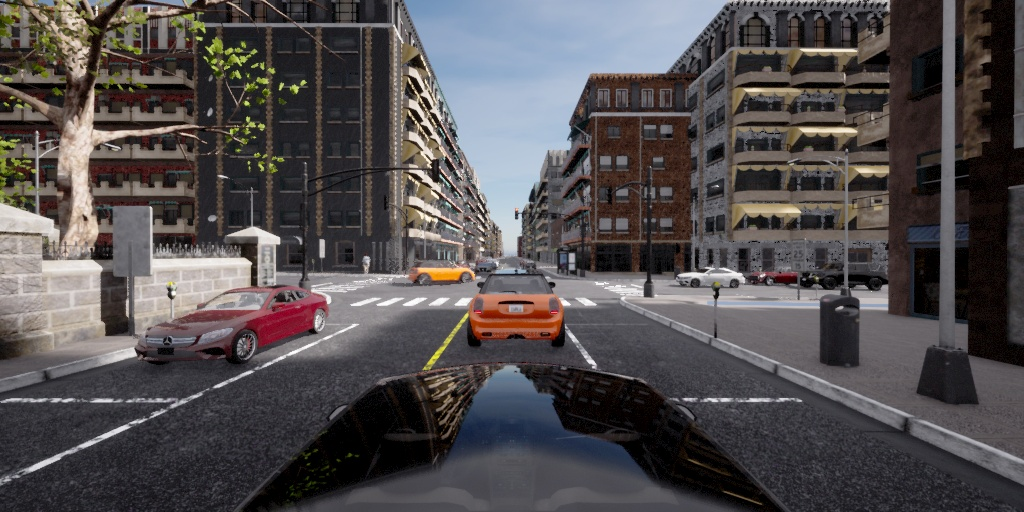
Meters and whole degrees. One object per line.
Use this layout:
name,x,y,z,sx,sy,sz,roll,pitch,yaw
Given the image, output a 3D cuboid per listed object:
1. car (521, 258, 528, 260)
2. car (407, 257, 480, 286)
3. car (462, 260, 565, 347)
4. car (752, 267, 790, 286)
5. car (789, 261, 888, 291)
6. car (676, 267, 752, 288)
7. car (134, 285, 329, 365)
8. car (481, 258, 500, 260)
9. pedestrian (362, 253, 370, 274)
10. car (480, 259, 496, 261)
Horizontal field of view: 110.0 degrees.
car,2.605,1.298,51.692,2.007,1.370,4.403,0,0,0
car,-4.973,1.104,25.443,4.553,1.767,2.097,0,0,-31
car,0.113,1.101,9.507,2.097,1.767,4.553,0,0,1
car,21.334,1.570,28.889,4.097,1.591,1.967,0,0,-1
car,24.216,1.417,26.364,5.566,2.045,2.150,1,0,-1
car,14.474,1.549,26.234,4.674,1.442,1.812,1,0,-2
car,-5.700,1.331,7.995,1.802,1.307,4.207,0,0,0
car,-3.171,1.312,49.978,1.994,1.385,4.181,0,0,0
pedestrian,-12.764,0.651,31.386,0.375,1.860,0.375,0,-1,-1
car,-3.160,1.312,41.004,1.994,1.385,4.181,0,0,0
